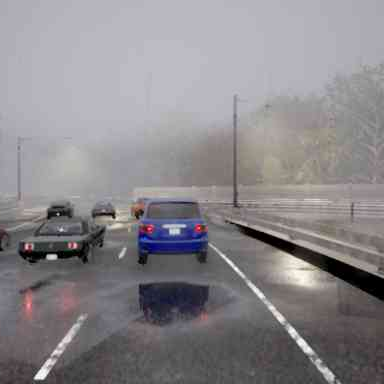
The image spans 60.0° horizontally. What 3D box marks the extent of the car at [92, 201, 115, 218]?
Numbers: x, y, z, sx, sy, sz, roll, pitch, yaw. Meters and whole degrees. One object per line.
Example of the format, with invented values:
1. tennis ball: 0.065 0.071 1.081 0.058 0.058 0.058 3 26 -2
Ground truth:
1. car: -7.849 1.523 29.431 1.994 1.385 4.181 0 0 -16

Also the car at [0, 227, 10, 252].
1. car: -7.738 1.527 10.868 1.812 1.442 4.674 0 0 -6

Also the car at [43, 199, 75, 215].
1. car: -11.190 1.477 28.452 1.837 1.490 4.892 0 0 -16

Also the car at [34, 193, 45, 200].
1. car: -39.712 1.150 85.346 4.553 1.767 2.097 0 0 39

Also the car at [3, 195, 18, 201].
1. car: -44.277 1.350 80.039 4.674 1.442 1.812 0 0 39

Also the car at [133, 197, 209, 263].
1. car: -0.782 1.197 12.047 2.150 2.045 5.566 0 0 -6

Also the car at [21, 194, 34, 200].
1. car: -41.983 1.165 82.683 4.553 1.767 2.097 0 0 39

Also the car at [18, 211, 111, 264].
1. car: -4.285 1.588 11.816 1.895 1.301 4.718 0 0 -6

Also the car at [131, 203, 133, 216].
1. car: -4.102 1.299 29.019 2.097 1.767 4.553 0 0 -16
